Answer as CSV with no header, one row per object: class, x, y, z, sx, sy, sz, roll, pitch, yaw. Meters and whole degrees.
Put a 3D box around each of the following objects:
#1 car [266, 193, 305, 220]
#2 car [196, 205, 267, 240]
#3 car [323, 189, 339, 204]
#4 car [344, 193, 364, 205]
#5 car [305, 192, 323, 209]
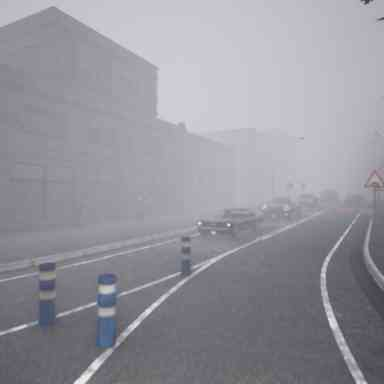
car,6.946,1.118,25.605,2.097,1.767,4.553,0,1,30
car,2.032,1.498,16.845,1.895,1.301,4.718,0,1,29
car,20.484,0.601,49.532,2.150,2.045,5.566,0,1,30
car,21.895,0.980,45.393,2.033,1.411,5.357,0,1,29
car,11.985,0.905,34.585,1.837,1.490,4.892,0,2,30
